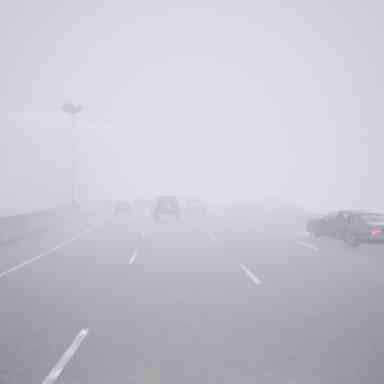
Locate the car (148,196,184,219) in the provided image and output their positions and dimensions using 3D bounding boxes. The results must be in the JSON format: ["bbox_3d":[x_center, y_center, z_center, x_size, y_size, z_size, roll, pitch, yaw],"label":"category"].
[{"bbox_3d":[-2.530,1.349,30.788,2.150,2.045,5.566,0,0,-12],"label":"car"}]

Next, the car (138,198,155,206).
[{"bbox_3d":[-8.509,1.875,62.211,1.994,1.385,4.181,-1,0,-23],"label":"car"}]

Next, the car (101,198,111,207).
[{"bbox_3d":[-15.676,1.931,61.500,1.837,1.490,4.892,1,-1,-24],"label":"car"}]

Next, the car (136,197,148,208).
[{"bbox_3d":[-8.210,1.628,51.530,2.097,1.767,4.553,-1,0,-19],"label":"car"}]

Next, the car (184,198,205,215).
[{"bbox_3d":[-0.123,1.451,35.371,2.097,1.767,4.553,-1,0,-13],"label":"car"}]

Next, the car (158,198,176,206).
[{"bbox_3d":[-4.747,1.813,62.273,1.994,1.385,4.181,-1,0,-23],"label":"car"}]

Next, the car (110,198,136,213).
[{"bbox_3d":[-8.534,1.744,40.774,2.128,1.511,4.902,-1,0,-16],"label":"car"}]

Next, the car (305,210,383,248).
[{"bbox_3d":[6.912,1.474,14.414,2.033,1.411,5.357,-1,0,-7],"label":"car"}]
